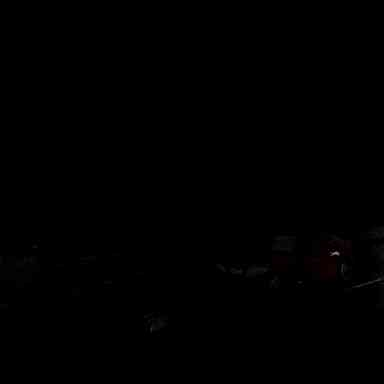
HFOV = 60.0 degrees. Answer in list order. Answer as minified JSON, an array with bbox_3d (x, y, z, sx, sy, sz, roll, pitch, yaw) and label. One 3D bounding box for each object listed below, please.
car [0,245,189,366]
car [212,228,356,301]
[{"bbox_3d":[-2.050,1.566,5.075,4.313,1.339,1.947,0,0,-35],"label":"car"},{"bbox_3d":[2.430,1.582,8.269,4.206,1.307,1.802,0,0,-35],"label":"car"}]
